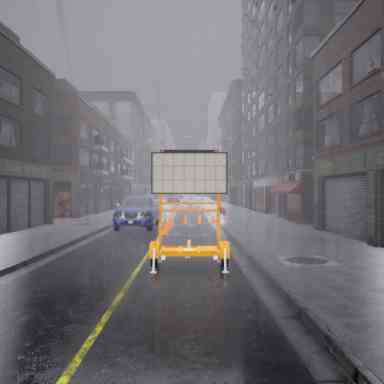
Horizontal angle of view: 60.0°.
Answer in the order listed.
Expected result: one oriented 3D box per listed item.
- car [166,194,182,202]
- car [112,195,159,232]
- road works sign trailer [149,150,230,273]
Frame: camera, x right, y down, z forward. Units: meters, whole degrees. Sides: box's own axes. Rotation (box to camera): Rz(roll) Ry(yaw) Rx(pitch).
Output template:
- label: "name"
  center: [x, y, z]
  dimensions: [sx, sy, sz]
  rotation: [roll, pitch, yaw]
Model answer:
- label: "car"
  center: [-3.540, 1.209, 62.490]
  dimensions: [2.150, 2.045, 5.566]
  rotation: [0, 0, 0]
- label: "car"
  center: [-3.256, 1.219, 20.272]
  dimensions: [2.150, 2.045, 5.566]
  rotation: [0, 0, 0]
- label: "road works sign trailer"
  center: [-0.081, 0.464, 10.627]
  dimensions: [2.380, 3.560, 2.880]
  rotation: [0, 0, 0]
